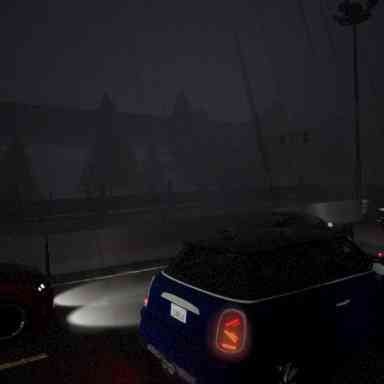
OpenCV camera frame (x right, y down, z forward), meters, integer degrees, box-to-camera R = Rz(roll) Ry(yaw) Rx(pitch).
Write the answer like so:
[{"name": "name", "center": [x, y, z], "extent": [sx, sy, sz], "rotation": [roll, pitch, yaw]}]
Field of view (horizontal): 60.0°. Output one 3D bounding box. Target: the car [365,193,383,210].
[{"name": "car", "center": [10.674, 0.866, 15.809], "extent": [4.902, 1.511, 2.128], "rotation": [-4, 2, -36]}]

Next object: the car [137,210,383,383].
[{"name": "car", "center": [1.575, 1.313, 4.902], "extent": [4.553, 1.767, 2.097], "rotation": [-1, 1, -36]}]

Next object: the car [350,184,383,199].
[{"name": "car", "center": [18.409, -0.066, 34.632], "extent": [4.902, 1.511, 2.128], "rotation": [-4, 2, -36]}]

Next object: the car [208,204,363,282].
[{"name": "car", "center": [3.052, 1.322, 10.289], "extent": [5.008, 1.535, 1.882], "rotation": [-3, 1, -36]}]

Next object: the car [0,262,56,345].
[{"name": "car", "center": [-4.320, 1.565, 4.971], "extent": [4.181, 1.385, 1.994], "rotation": [0, 0, -35]}]
